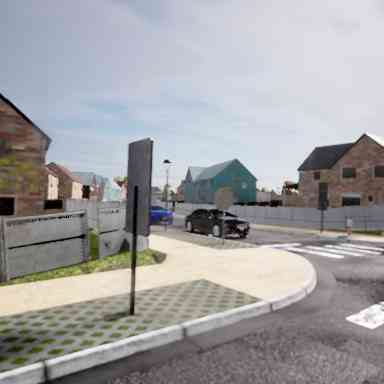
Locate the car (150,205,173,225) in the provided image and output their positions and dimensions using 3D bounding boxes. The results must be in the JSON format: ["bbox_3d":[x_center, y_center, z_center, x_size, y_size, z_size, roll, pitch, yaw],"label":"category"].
[{"bbox_3d":[-3.112,1.772,27.155,1.882,1.535,5.008,3,-2,-25],"label":"car"}]

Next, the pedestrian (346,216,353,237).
[{"bbox_3d":[8.410,1.833,17.763,0.500,1.100,0.500,2,-1,-31],"label":"pedestrian"}]

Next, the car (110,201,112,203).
[{"bbox_3d":[-10.436,1.951,45.194,2.097,1.767,4.553,2,-2,-18],"label":"car"}]

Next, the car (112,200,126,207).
[{"bbox_3d":[-6.990,1.805,35.964,2.097,1.767,4.553,3,-2,-22],"label":"car"}]

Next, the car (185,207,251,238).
[{"bbox_3d":[1.304,1.641,18.674,1.837,1.490,4.892,3,-2,-29],"label":"car"}]
